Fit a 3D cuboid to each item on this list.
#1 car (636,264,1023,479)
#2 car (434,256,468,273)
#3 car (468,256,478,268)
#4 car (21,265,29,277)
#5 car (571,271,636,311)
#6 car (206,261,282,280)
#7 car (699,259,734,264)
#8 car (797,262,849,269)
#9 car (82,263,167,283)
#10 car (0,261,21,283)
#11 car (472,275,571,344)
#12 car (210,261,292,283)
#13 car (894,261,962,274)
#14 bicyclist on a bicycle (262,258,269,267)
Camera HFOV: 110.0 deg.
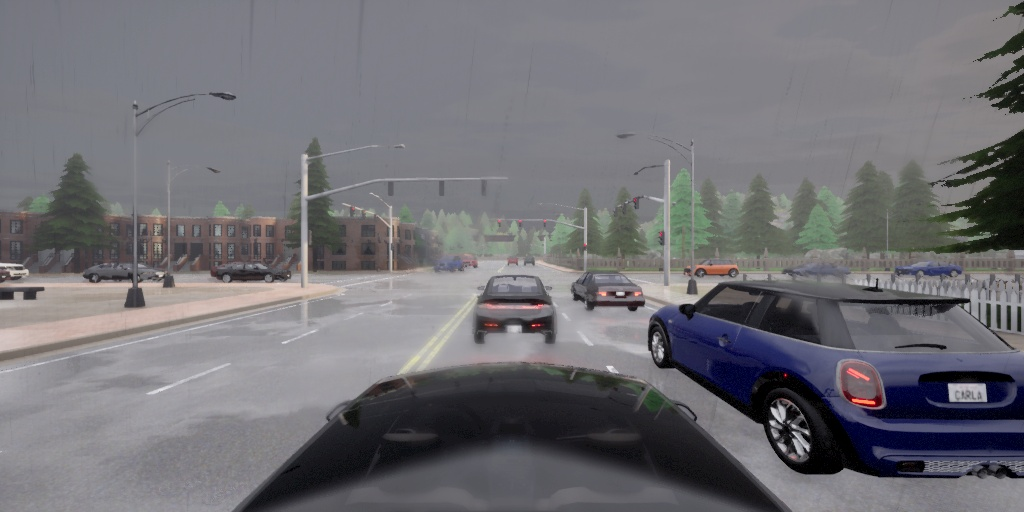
[{"bbox_3d":[3.608,1.102,4.963,2.097,1.767,4.553,0,0,0],"label":"car"},{"bbox_3d":[-7.491,0.974,43.123,2.150,2.045,5.566,0,0,9],"label":"car"},{"bbox_3d":[-6.951,0.969,59.420,2.150,2.045,5.566,0,0,0],"label":"car"},{"bbox_3d":[-42.171,0.971,27.913,5.566,2.045,2.150,0,0,-21],"label":"car"},{"bbox_3d":[3.610,1.297,14.380,2.033,1.411,5.357,0,0,1],"label":"car"},{"bbox_3d":[-22.811,1.228,30.669,5.008,1.535,1.882,0,0,-1],"label":"car"},{"bbox_3d":[18.775,1.102,33.963,4.553,1.767,2.097,0,0,0],"label":"car"},{"bbox_3d":[28.753,1.298,33.928,5.357,1.411,2.033,0,0,1],"label":"car"},{"bbox_3d":[-28.998,1.242,26.961,4.902,1.511,2.128,0,0,-4],"label":"car"},{"bbox_3d":[-39.168,1.228,25.243,5.008,1.535,1.882,0,0,-18],"label":"car"},{"bbox_3d":[0.079,1.242,9.555,2.128,1.511,4.902,0,0,1],"label":"car"},{"bbox_3d":[-19.502,1.228,27.231,5.008,1.535,1.882,0,0,-1],"label":"car"},{"bbox_3d":[39.205,1.228,33.888,5.008,1.535,1.882,0,0,1],"label":"car"},{"bbox_3d":[-28.735,1.053,41.685,0.582,1.620,1.656,0,0,-1],"label":"bicyclist on a bicycle"}]
